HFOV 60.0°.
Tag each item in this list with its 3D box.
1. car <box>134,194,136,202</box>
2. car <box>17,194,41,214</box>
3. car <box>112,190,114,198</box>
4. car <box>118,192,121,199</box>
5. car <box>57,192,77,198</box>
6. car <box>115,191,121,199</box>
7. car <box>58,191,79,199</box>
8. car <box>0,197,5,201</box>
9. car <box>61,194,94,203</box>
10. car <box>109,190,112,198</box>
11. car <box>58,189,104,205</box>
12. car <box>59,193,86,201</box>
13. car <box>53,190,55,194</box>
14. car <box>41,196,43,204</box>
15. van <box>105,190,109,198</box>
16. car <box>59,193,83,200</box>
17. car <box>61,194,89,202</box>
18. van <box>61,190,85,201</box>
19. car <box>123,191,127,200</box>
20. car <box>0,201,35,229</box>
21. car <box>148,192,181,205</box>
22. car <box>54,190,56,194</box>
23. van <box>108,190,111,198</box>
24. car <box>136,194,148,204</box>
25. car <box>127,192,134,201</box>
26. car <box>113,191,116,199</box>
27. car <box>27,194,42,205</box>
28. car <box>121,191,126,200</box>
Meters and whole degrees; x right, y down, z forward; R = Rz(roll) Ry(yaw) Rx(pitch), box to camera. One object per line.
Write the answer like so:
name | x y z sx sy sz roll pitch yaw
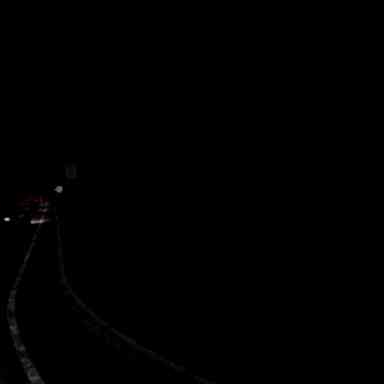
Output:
car | -7.290 1.248 59.820 4.892 1.521 2.231 1 0 -24
car | -15.923 1.262 32.031 1.882 1.535 5.008 1 0 -23
car | -16.342 0.883 80.649 4.553 1.767 2.185 1 0 -24
car | -12.913 1.129 72.770 4.792 1.488 2.163 1 0 -24
car | -32.328 0.752 85.802 4.674 1.452 2.002 1 0 -24
car | -14.112 1.068 75.463 5.008 1.535 2.097 1 0 -24
car | -28.913 0.677 78.042 4.553 1.767 2.185 1 0 -24
car | -20.820 1.173 34.853 1.882 1.535 5.008 1 0 -23
car | -18.791 1.069 54.715 5.008 1.535 2.097 1 0 -24
car | -17.495 0.978 83.228 5.008 1.535 2.097 1 0 -24
car | -16.550 0.871 49.523 5.566 2.045 2.435 1 0 -24
car | -23.328 0.981 65.067 4.792 1.488 2.163 1 0 -24
car | -31.171 0.491 83.221 5.566 2.045 2.435 1 0 -24
car | -20.050 1.179 41.609 2.128 1.511 4.902 1 0 -23
van | -20.721 0.665 90.925 4.442 1.987 1.878 1 0 -24
car | -25.561 0.932 70.258 4.674 1.452 2.002 1 0 -24
car | -21.046 1.052 59.896 4.674 1.452 2.002 1 0 -24
van | -24.318 0.698 67.714 4.442 1.987 1.878 1 0 -24
car | -10.688 1.159 67.579 5.008 1.535 2.097 1 0 -24
car | -11.019 1.458 20.321 1.994 1.385 4.181 1 0 -22
car | -3.963 1.191 52.019 4.553 1.767 2.185 1 1 -24
car | -29.903 0.771 80.694 5.366 1.575 1.946 1 0 -24
van | -18.467 0.725 85.744 4.442 1.987 1.878 1 0 -24
car | -6.238 1.021 57.331 5.566 2.045 2.435 1 0 -24
car | -9.559 1.190 64.991 4.892 1.521 2.231 1 0 -24
car | -15.249 1.038 78.047 5.008 1.535 2.097 1 0 -24
car | -23.777 1.060 50.409 1.882 1.535 5.008 1 0 -23
car | -11.815 1.129 70.168 5.008 1.535 2.097 1 0 -24
